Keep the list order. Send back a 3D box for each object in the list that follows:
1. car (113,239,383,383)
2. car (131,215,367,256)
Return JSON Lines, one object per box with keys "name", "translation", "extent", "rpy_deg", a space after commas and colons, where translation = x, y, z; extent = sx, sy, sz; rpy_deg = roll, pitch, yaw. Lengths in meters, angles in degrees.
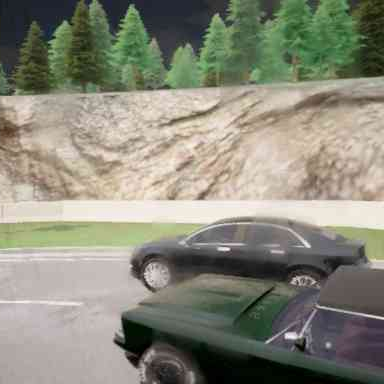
{"name": "car", "translation": [1.496, 1.463, 3.226], "extent": [4.718, 1.301, 1.895], "rpy_deg": [0, 2, 32]}
{"name": "car", "translation": [0.979, 1.266, 6.974], "extent": [4.892, 1.490, 1.837], "rpy_deg": [0, 0, 24]}
